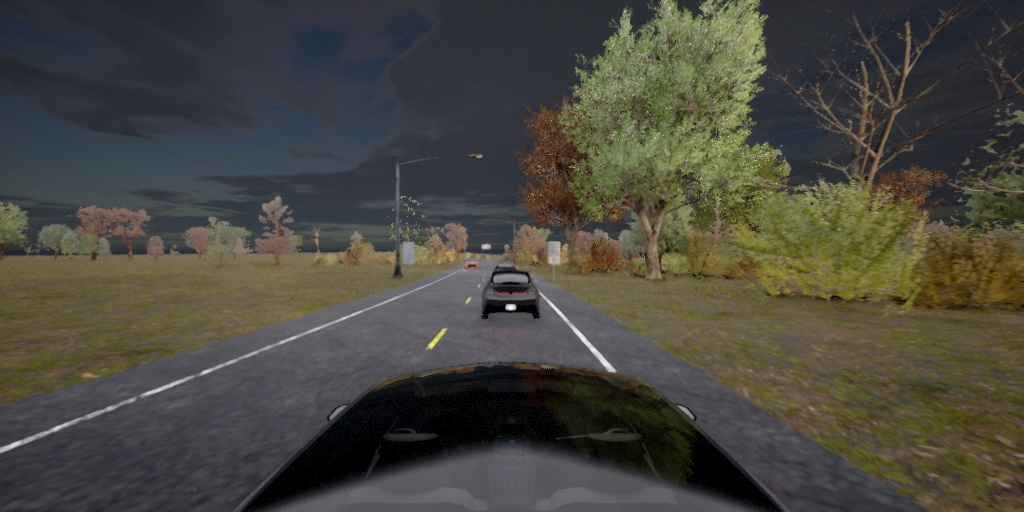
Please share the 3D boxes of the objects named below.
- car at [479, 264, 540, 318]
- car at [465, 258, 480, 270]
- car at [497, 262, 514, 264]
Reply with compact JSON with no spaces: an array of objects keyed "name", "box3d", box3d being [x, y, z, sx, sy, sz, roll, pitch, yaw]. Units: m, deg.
[{"name":"car","box3d":[-0.059,1.229,12.869,1.837,1.490,4.892,0,0,-1]},{"name":"car","box3d":[-5.517,1.013,50.380,2.097,1.767,4.553,0,0,-4]},{"name":"car","box3d":[-0.528,1.183,28.167,2.128,1.511,4.902,0,0,-2]}]
